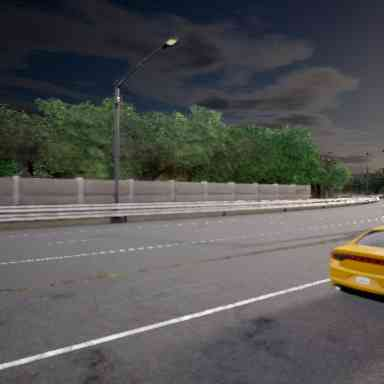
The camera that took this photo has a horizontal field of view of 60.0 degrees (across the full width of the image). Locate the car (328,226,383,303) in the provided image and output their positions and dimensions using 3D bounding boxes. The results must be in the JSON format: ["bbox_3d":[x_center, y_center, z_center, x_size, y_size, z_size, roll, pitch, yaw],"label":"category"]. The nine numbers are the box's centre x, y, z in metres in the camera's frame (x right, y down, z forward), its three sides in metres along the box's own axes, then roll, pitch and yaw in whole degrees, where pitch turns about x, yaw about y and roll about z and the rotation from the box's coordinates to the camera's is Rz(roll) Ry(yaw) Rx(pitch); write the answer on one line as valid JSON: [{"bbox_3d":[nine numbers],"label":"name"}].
[{"bbox_3d":[5.157,1.479,7.550,5.008,1.535,1.882,0,0,-35],"label":"car"}]
